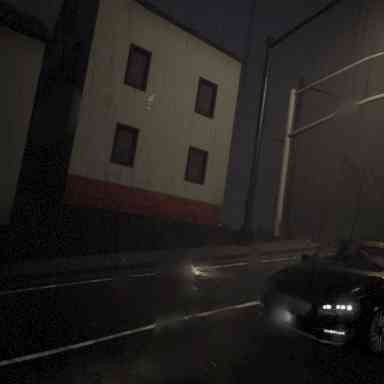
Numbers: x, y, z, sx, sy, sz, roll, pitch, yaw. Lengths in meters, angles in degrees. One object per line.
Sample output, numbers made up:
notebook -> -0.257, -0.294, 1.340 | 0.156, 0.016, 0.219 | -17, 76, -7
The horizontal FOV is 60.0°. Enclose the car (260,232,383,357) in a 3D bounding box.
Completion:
car -> 3.412, 1.656, 6.350 | 4.902, 1.511, 2.128 | 2, -1, -35

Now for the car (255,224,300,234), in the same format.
car -> 8.046, 3.561, 29.277 | 2.033, 1.411, 5.357 | 12, -7, -35

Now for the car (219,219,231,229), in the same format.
car -> 2.381, 3.549, 37.294 | 1.837, 1.490, 4.892 | 12, -7, -35
